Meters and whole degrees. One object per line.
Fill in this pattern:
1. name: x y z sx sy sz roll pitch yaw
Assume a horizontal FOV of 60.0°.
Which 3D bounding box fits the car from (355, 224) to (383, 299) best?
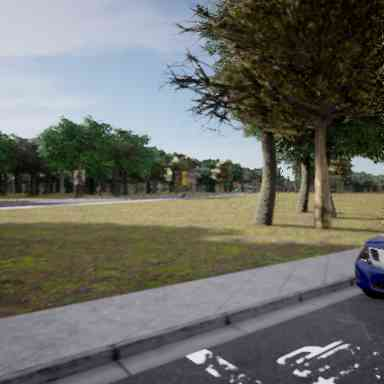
1. car: 5.921 1.237 7.413 5.566 2.045 2.150 0 0 -36
